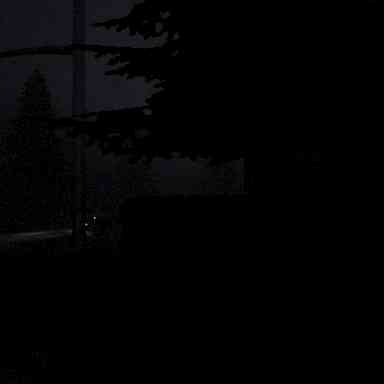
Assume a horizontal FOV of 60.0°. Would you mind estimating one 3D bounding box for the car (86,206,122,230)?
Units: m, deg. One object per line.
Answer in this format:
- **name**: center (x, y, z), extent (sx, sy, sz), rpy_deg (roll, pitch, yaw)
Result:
- **car**: center (-4.935, 1.585, 21.338), extent (1.895, 1.301, 4.718), rpy_deg (0, 0, 36)
